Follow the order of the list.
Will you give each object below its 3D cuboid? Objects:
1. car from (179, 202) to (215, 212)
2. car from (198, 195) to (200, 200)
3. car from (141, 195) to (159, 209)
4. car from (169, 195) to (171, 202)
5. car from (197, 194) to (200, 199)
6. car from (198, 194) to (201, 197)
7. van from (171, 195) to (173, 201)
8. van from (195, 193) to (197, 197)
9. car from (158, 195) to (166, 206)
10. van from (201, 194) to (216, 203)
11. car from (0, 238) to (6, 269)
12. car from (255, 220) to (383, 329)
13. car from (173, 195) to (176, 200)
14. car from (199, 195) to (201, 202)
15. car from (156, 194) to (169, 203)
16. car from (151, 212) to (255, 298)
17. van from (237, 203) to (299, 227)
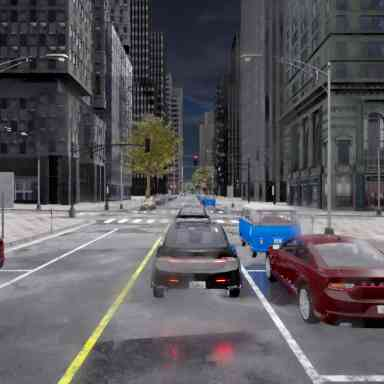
[{"bbox_3d":[0.048,1.495,17.913,2.128,1.511,4.902,0,0,1],"label":"car"},{"bbox_3d":[2.637,1.581,61.327,1.887,1.381,4.507,0,0,0],"label":"car"},{"bbox_3d":[-5.860,1.546,44.915,1.752,1.417,4.829,0,0,0],"label":"car"},{"bbox_3d":[-5.899,1.593,66.243,2.008,1.369,4.403,0,0,0],"label":"car"},{"bbox_3d":[2.614,1.601,72.153,2.008,1.369,4.403,0,0,0],"label":"car"},{"bbox_3d":[2.625,1.625,66.741,1.802,1.307,4.206,0,0,0],"label":"car"},{"bbox_3d":[-5.920,1.397,76.821,1.690,1.788,3.998,0,0,0],"label":"van"},{"bbox_3d":[2.569,1.423,93.807,1.690,1.788,3.998,0,0,0],"label":"van"},{"bbox_3d":[-5.876,1.575,55.665,1.887,1.381,4.507,0,0,0],"label":"car"},{"bbox_3d":[2.660,1.366,50.501,1.690,1.788,3.998,0,0,0],"label":"van"},{"bbox_3d":[-5.791,1.545,6.992,1.887,1.381,4.507,0,0,0],"label":"car"},{"bbox_3d":[2.764,1.545,6.991,1.887,1.381,4.507,0,0,0],"label":"car"},{"bbox_3d":[-5.943,1.638,87.398,1.947,1.339,4.313,0,0,0],"label":"car"},{"bbox_3d":[2.648,1.597,55.914,1.947,1.339,4.313,0,0,0],"label":"car"},{"bbox_3d":[-5.887,1.351,60.954,2.192,1.841,5.009,0,0,0],"label":"car"},{"bbox_3d":[0.083,1.493,8.527,2.128,1.511,4.902,0,0,0],"label":"car"},{"bbox_3d":[2.754,1.343,12.516,1.690,1.788,3.998,0,0,0],"label":"van"}]
